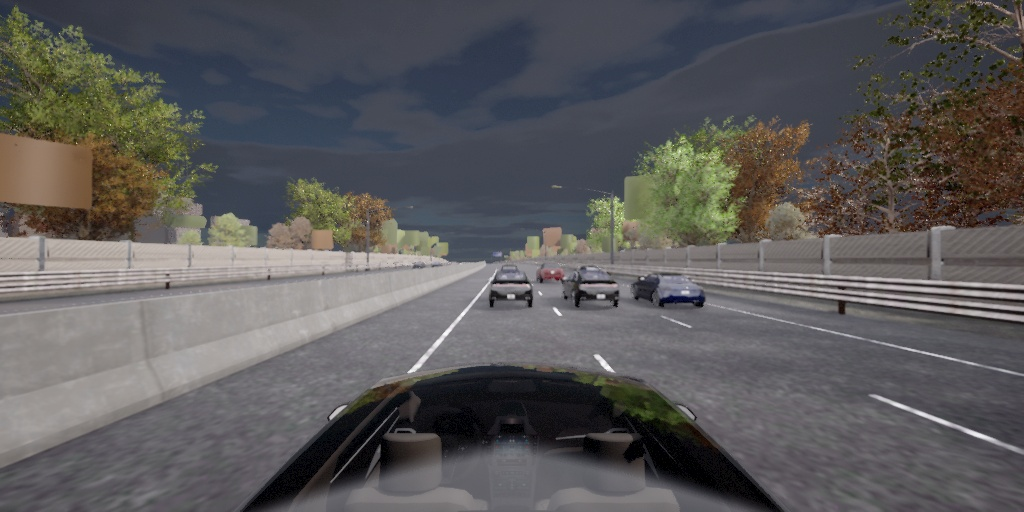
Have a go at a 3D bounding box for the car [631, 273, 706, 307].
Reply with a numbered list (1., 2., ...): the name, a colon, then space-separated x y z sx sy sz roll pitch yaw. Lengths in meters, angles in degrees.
1. car: 6.955 1.455 16.407 1.994 1.385 4.181 0 -1 0

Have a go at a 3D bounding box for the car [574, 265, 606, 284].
1. car: 6.774 1.563 31.601 1.812 1.442 4.674 0 0 -1

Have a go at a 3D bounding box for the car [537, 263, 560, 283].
1. car: 3.277 1.383 31.227 2.097 1.767 4.553 0 -1 -1

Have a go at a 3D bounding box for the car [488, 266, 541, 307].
1. car: -0.046 1.382 16.345 2.128 1.511 4.902 0 0 0

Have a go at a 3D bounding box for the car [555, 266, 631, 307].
1. car: 3.454 1.383 16.363 2.128 1.511 4.902 0 0 0
